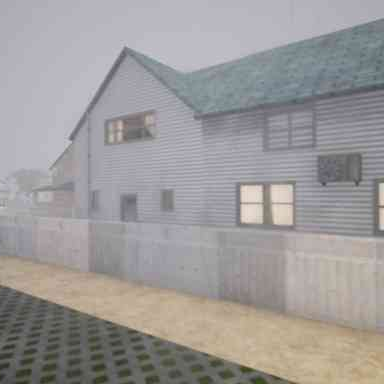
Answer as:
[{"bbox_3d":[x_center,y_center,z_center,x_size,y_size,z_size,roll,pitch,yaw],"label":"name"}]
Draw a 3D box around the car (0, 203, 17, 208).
[{"bbox_3d":[-23.779,2.057,40.539,1.882,1.535,5.008,0,-1,23],"label":"car"}]
